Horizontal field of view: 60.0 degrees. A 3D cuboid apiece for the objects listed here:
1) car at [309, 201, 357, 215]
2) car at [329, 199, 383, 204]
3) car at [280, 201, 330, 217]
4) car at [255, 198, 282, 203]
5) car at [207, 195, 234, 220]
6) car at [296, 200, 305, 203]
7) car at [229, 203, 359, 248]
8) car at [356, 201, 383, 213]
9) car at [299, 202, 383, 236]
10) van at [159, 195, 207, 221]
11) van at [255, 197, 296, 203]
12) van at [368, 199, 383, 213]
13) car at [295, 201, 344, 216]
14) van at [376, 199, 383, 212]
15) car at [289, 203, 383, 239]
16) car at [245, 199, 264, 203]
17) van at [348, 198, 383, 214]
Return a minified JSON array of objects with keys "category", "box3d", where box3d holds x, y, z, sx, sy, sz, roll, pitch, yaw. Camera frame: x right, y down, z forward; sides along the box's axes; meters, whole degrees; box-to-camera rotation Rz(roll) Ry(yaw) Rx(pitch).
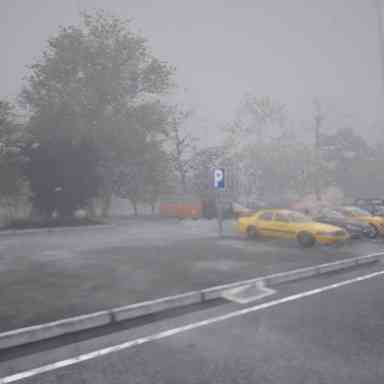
[{"category":"car","box3d":[17.116,1.937,40.535,2.231,1.521,4.892,1,-1,-35]},{"category":"car","box3d":[10.987,1.488,20.145,2.185,1.767,4.553,1,-1,-35]},{"category":"car","box3d":[12.503,1.826,37.246,2.097,1.535,5.008,1,-1,-35]},{"category":"car","box3d":[5.840,1.669,32.493,2.231,1.521,4.892,1,-1,-35]},{"category":"car","box3d":[1.317,1.318,29.310,2.435,2.045,5.566,1,-1,-35]},{"category":"car","box3d":[10.367,1.650,35.691,2.185,1.767,4.553,1,-1,-35]},{"category":"car","box3d":[4.340,1.497,15.139,1.946,1.575,5.366,1,-1,-35]},{"category":"car","box3d":[26.129,2.150,46.975,2.097,1.535,5.008,1,-1,-35]},{"category":"car","box3d":[8.740,1.568,18.512,2.097,1.535,5.008,1,-1,-35]},{"category":"van","box3d":[-1.090,1.304,27.704,1.878,1.987,4.442,1,-1,-35]},{"category":"van","box3d":[8.028,1.496,34.205,1.878,1.987,4.442,1,-1,-35]},{"category":"van","box3d":[28.337,1.991,48.400,1.878,1.987,4.442,2,-1,-35]},{"category":"car","box3d":[14.861,1.882,38.927,2.097,1.535,5.008,1,-1,-35]},{"category":"van","box3d":[30.564,2.094,50.275,1.878,1.987,4.442,3,-1,-35]},{"category":"car","box3d":[6.483,1.531,16.902,2.231,1.521,4.892,1,-1,-35]},{"category":"car","box3d":[3.691,1.613,30.741,1.946,1.575,5.366,1,-1,-35]},{"category":"van","box3d":[23.949,1.871,45.270,1.878,1.987,4.442,1,-1,-35]}]
